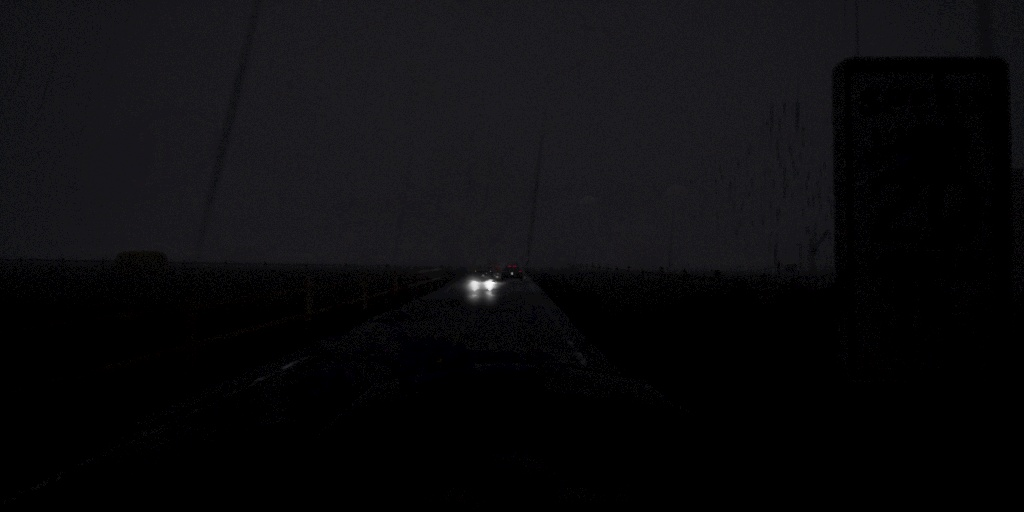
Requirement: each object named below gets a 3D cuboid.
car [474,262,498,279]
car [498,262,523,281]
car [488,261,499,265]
[{"bbox_3d":[-2.759,1.556,36.398,1.895,1.301,4.718,0,0,0],"label":"car"},{"bbox_3d":[0.008,1.500,33.195,1.994,1.385,4.181,0,0,0],"label":"car"},{"bbox_3d":[-2.763,1.445,50.260,2.097,1.767,4.553,0,0,0],"label":"car"}]
